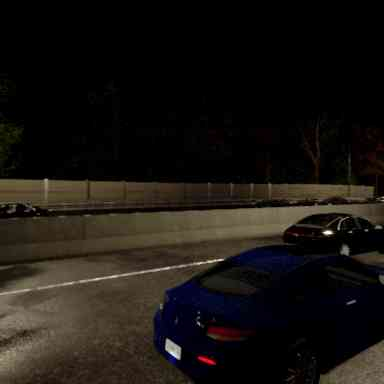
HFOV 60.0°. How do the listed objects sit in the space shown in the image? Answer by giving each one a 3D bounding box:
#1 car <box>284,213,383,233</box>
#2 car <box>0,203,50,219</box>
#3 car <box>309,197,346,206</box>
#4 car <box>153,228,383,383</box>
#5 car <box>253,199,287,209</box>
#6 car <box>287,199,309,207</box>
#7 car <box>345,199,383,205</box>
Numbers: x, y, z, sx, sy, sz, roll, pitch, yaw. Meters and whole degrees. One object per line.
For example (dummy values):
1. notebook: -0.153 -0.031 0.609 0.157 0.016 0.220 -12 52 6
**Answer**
1. car: 5.303 1.506 11.827 4.892 1.490 1.837 0 0 -35
2. car: -11.784 1.506 21.378 4.892 1.490 1.837 0 0 -35
3. car: 15.447 1.369 36.492 4.553 1.767 2.097 0 0 -35
4. car: 1.671 1.526 4.937 4.674 1.442 1.812 0 0 -35
5. car: 10.054 1.563 41.246 5.357 1.411 2.033 0 0 -35
6. car: 13.744 1.582 39.575 4.181 1.385 1.994 0 0 -35
7. car: 18.458 1.510 34.340 4.902 1.511 2.128 0 0 -35
